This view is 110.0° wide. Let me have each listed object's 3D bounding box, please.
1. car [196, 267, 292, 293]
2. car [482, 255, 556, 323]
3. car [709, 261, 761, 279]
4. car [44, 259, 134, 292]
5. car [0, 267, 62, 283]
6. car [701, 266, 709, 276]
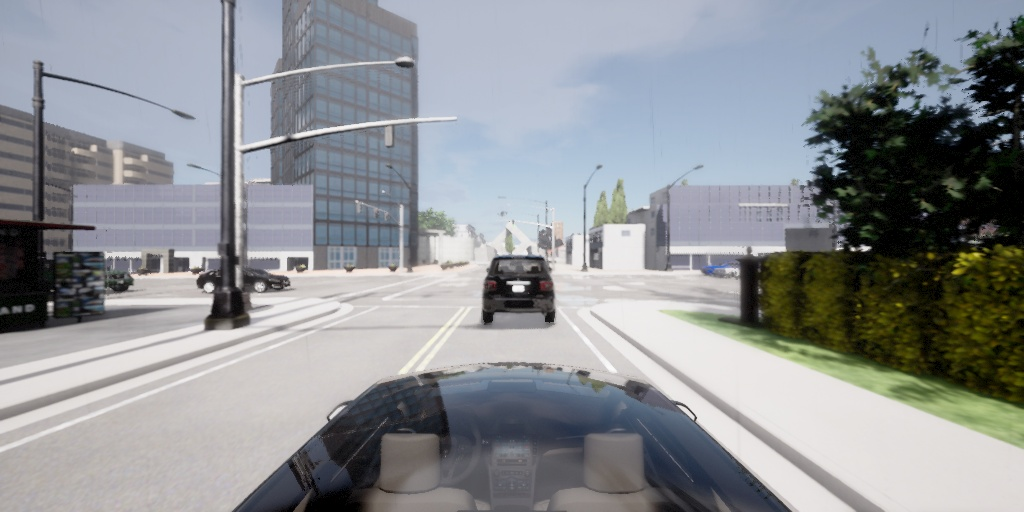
[{"bbox_3d":[-15.732,1.375,21.168,4.892,1.490,1.837,-1,0,0],"label":"car"},{"bbox_3d":[0.250,0.982,12.305,2.150,2.045,5.566,0,0,2],"label":"car"},{"bbox_3d":[20.752,1.333,32.140,4.718,1.301,1.895,0,0,0],"label":"car"},{"bbox_3d":[-25.793,1.209,21.093,5.566,2.045,2.150,-1,0,0],"label":"car"},{"bbox_3d":[-48.098,1.876,35.124,5.357,1.411,2.033,-1,0,0],"label":"car"},{"bbox_3d":[21.436,1.213,35.648,5.008,1.535,1.882,0,0,-1],"label":"car"}]
